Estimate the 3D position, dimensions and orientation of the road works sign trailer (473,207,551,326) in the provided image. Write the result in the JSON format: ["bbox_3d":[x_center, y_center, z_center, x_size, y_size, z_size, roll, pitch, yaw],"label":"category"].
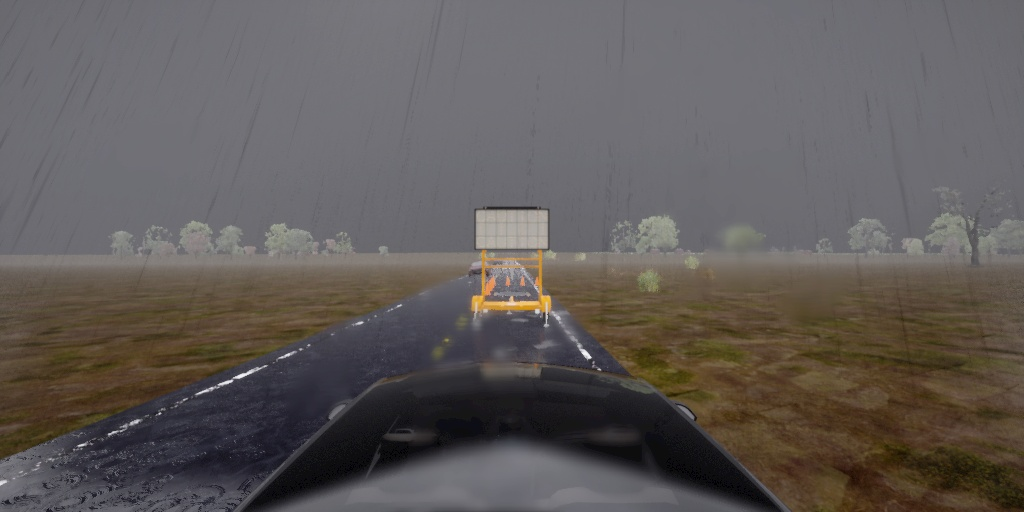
[{"bbox_3d":[-0.001,0.213,11.611,2.380,3.560,2.880,0,0,0],"label":"road works sign trailer"}]

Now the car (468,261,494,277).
[{"bbox_3d":[-3.099,1.225,35.012,1.882,1.535,5.008,0,0,0],"label":"car"}]
